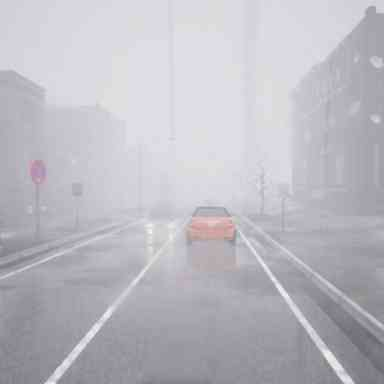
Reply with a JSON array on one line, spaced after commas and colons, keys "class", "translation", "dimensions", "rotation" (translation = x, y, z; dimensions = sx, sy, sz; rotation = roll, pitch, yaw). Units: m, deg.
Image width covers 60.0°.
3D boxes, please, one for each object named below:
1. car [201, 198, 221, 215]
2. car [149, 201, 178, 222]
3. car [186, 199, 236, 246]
[{"class": "car", "translation": [1.964, 1.460, 34.291], "dimensions": [1.882, 1.535, 5.008], "rotation": [0, 0, 3]}, {"class": "car", "translation": [-2.192, 1.469, 26.513], "dimensions": [1.837, 1.490, 4.892], "rotation": [0, 0, 3]}, {"class": "car", "translation": [0.890, 1.345, 15.572], "dimensions": [2.097, 1.767, 4.553], "rotation": [0, 0, 3]}]
